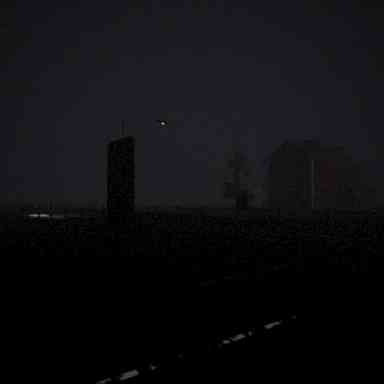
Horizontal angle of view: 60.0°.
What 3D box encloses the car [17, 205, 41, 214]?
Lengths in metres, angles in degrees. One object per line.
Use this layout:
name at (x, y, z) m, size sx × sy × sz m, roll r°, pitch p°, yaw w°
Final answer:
car at (-23.296, 2.455, 47.573) m, size 1.895 × 1.301 × 4.718 m, roll 0°, pitch -1°, yaw -43°
